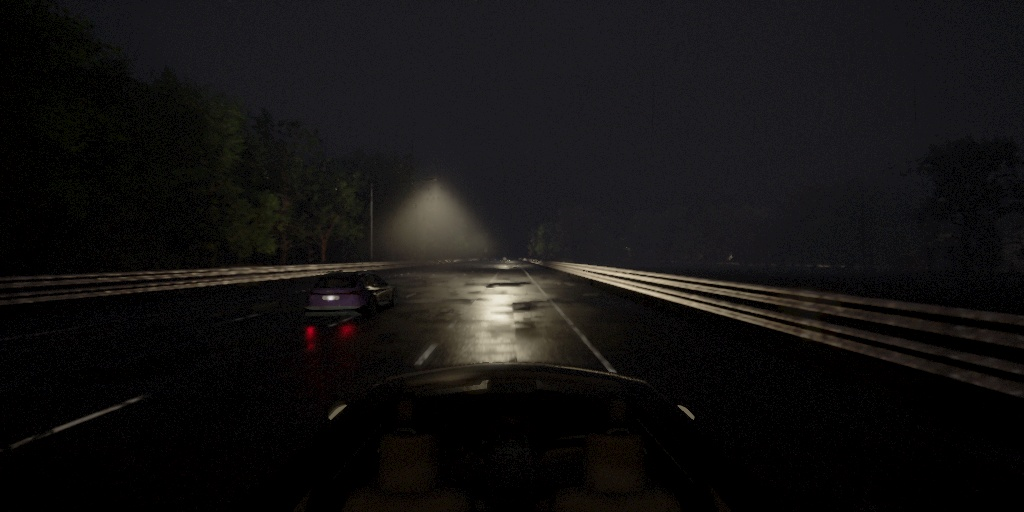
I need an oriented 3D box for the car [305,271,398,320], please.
[{"bbox_3d":[-5.542,1.340,12.871,2.033,1.649,4.856,0,-1,-4],"label":"car"}]
